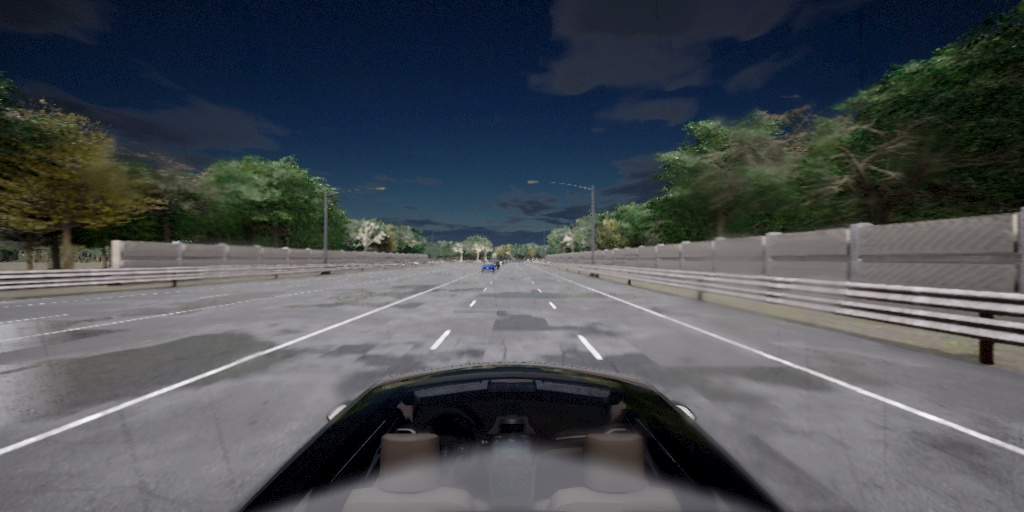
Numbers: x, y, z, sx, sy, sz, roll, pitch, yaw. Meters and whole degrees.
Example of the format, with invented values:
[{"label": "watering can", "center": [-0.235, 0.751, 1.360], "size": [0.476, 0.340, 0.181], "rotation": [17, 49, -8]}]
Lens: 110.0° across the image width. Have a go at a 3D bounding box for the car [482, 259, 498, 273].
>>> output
[{"label": "car", "center": [-3.504, 1.634, 54.174], "size": [1.882, 1.535, 5.008], "rotation": [0, -1, 0]}]
